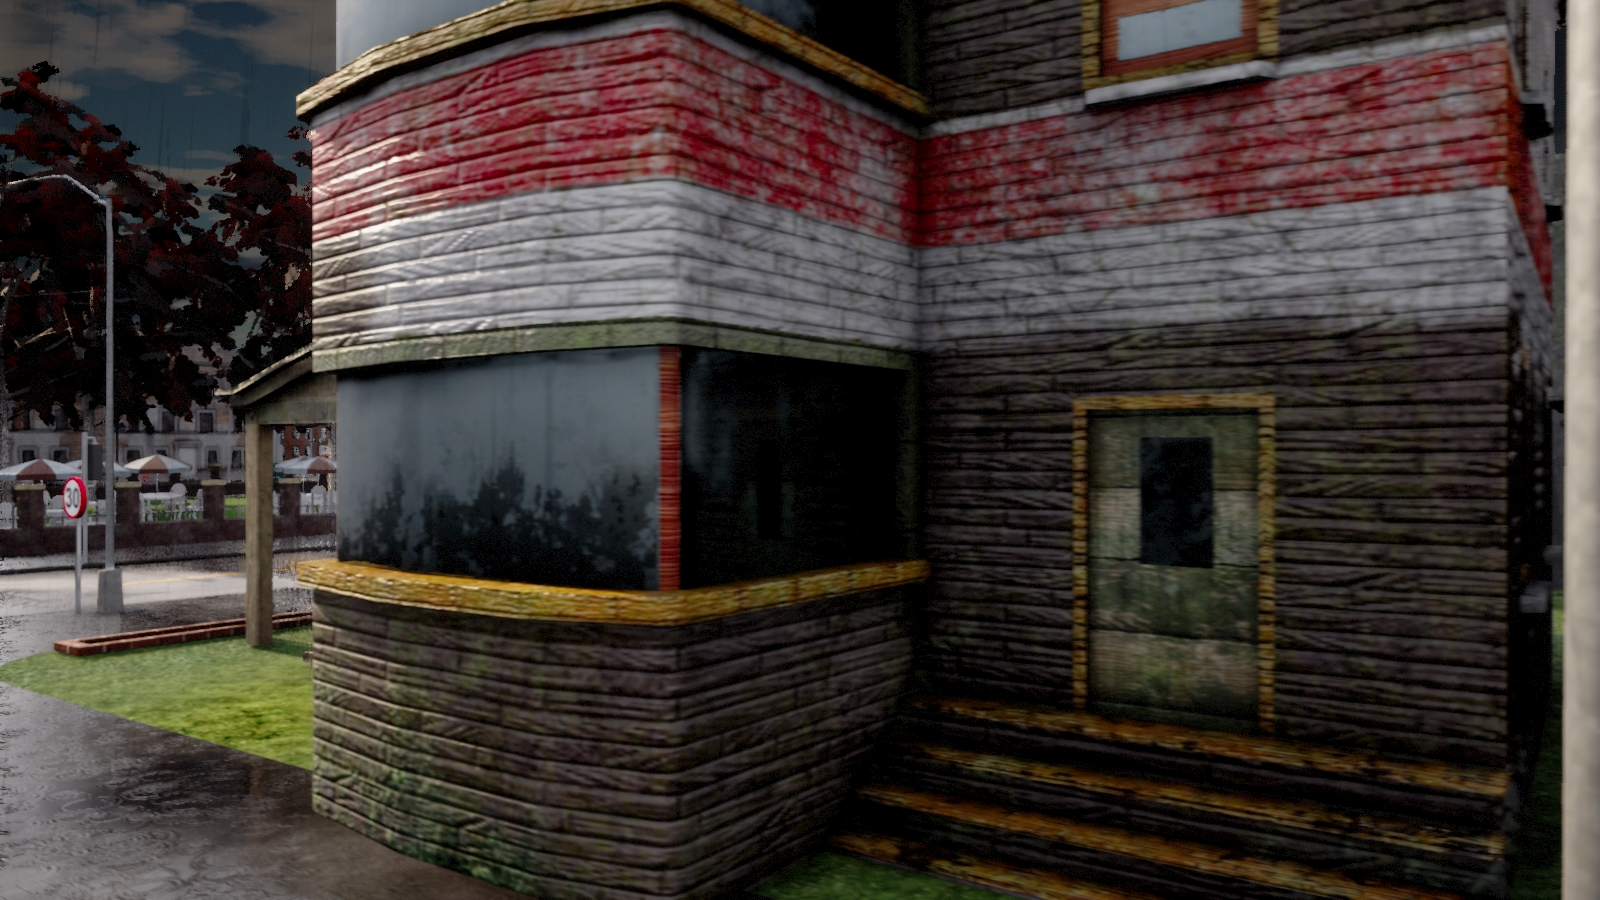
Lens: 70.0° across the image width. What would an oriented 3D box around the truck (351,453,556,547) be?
[{"bbox_3d":[-9.950,1.343,33.230,2.627,2.467,5.204,0,0,35],"label":"truck"}]
